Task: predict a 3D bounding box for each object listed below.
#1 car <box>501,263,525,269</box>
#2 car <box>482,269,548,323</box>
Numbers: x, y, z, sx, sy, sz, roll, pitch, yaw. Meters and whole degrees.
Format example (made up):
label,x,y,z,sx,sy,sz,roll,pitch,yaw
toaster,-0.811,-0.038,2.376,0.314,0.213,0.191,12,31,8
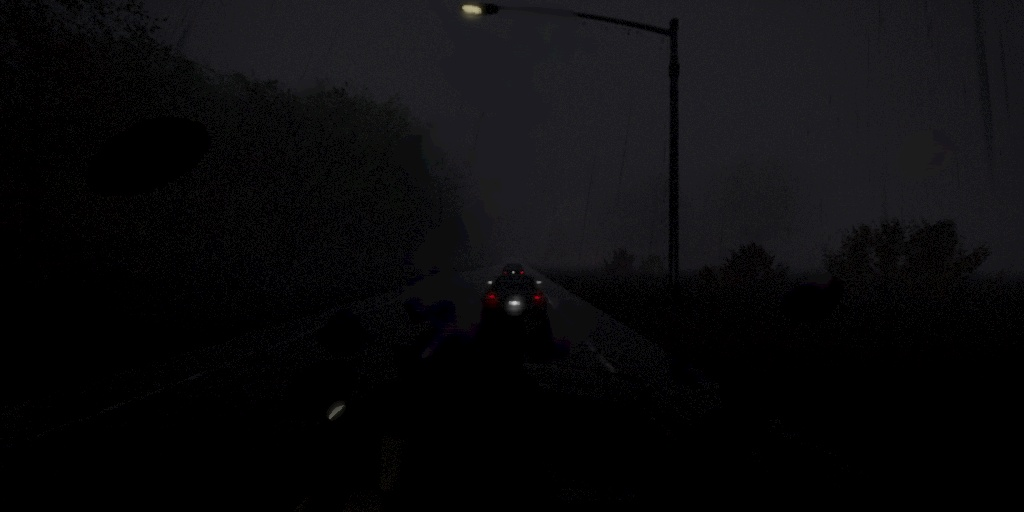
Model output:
label,x,y,z,sx,sy,sz,roll,pitch,yaw
car,0.103,1.296,29.762,2.033,1.411,5.357,0,0,0
car,0.099,1.313,12.070,1.994,1.385,4.181,0,0,0
